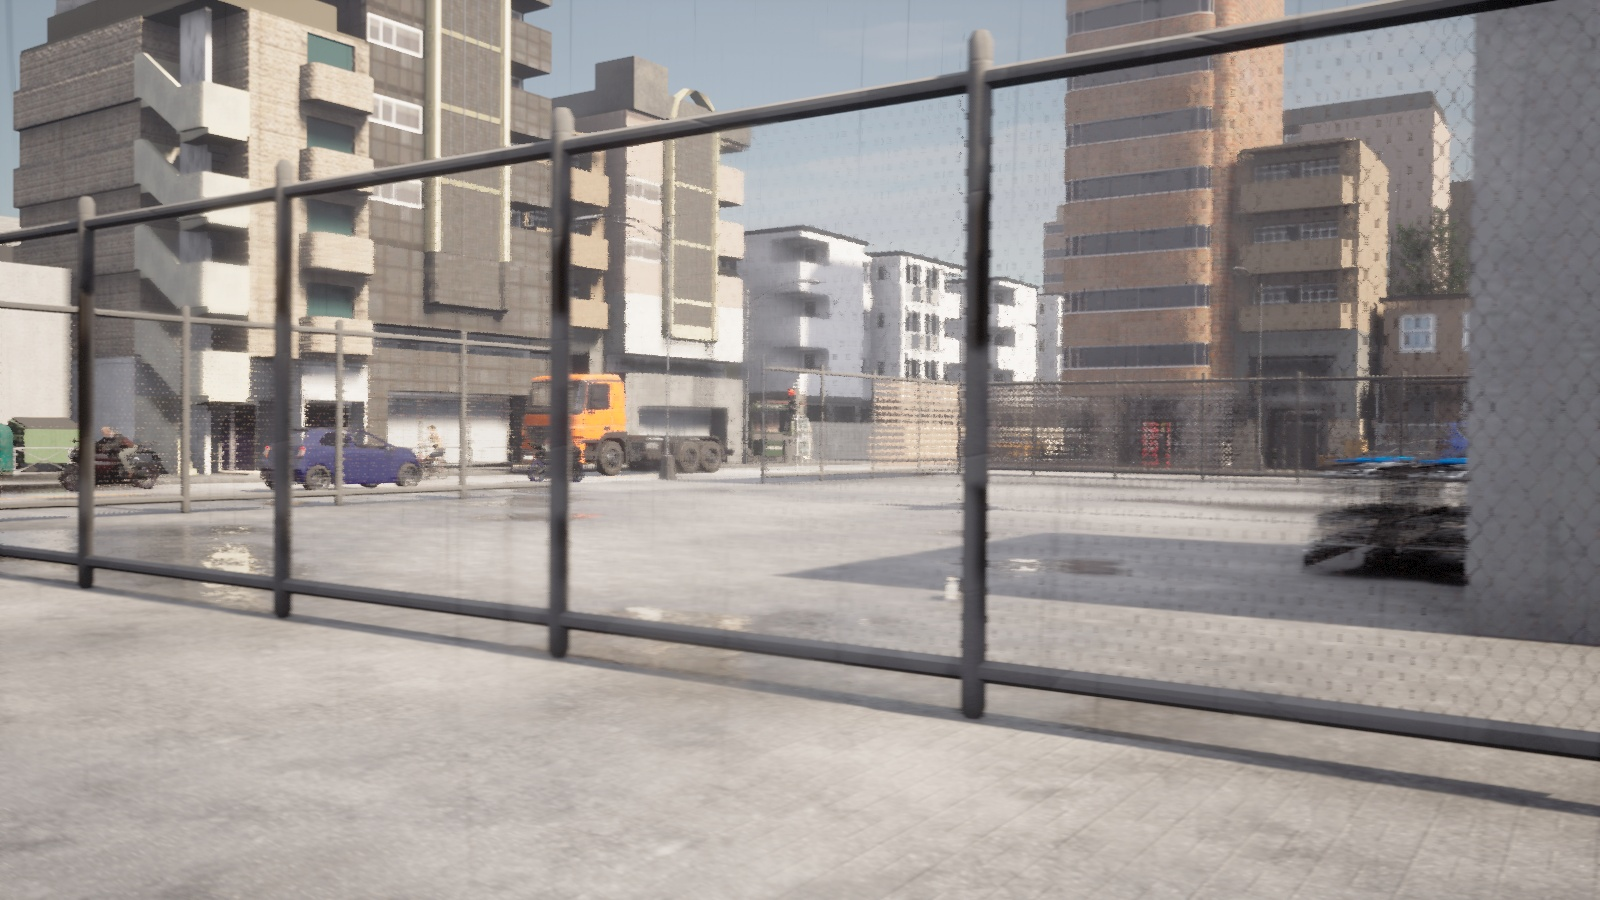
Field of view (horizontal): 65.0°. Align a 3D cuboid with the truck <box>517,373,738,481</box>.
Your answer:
[{"bbox_3d":[-5.846,-0.799,44.072,2.891,3.462,7.936,0,1,37],"label":"truck"}]

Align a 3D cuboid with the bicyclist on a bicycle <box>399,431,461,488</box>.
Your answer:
[{"bbox_3d":[-10.786,0.266,36.600,0.866,1.612,1.509,0,1,34],"label":"bicyclist on a bicycle"}]

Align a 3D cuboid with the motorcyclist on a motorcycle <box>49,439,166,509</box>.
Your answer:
[{"bbox_3d":[-15.901,0.516,28.897,0.866,1.530,2.191,0,1,34],"label":"motorcyclist on a motorcycle"}]

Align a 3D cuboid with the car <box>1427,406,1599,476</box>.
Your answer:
[{"bbox_3d":[22.649,-0.285,38.808,5.566,2.045,2.150,0,1,35],"label":"car"}]

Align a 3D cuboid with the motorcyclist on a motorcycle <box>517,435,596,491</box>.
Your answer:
[{"bbox_3d":[-6.827,0.346,35.341,0.866,1.530,2.191,0,1,34],"label":"motorcyclist on a motorcycle"}]

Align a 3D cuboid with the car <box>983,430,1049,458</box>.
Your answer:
[{"bbox_3d":[12.352,-0.379,71.500,1.882,1.535,5.008,0,1,33],"label":"car"}]

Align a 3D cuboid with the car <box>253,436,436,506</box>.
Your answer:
[{"bbox_3d":[-10.657,0.438,29.571,1.845,1.501,3.633,0,1,34],"label":"car"}]

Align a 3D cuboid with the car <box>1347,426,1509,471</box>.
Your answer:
[{"bbox_3d":[21.970,-0.064,44.026,4.892,1.490,1.837,0,1,34],"label":"car"}]
